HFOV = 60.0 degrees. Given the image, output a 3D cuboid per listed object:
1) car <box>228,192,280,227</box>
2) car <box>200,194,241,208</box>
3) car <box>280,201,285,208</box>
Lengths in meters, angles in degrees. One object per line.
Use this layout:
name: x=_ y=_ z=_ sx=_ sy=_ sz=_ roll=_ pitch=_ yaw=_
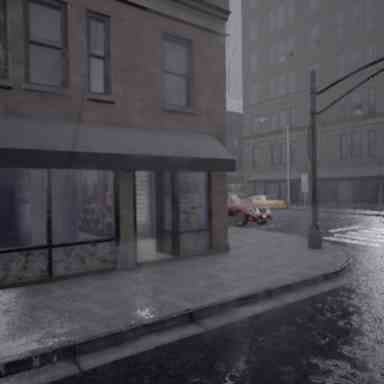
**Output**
car: x=2.363 y=0.925 z=19.690 sx=2.192 sy=1.841 sz=5.009 roll=0 pitch=1 yaw=-36
car: x=2.764 y=0.855 z=33.565 sx=1.802 sy=1.307 sz=4.206 roll=-1 pitch=1 yaw=-36
car: x=5.903 y=0.873 z=29.279 sx=1.752 sy=1.417 sz=4.829 roll=-1 pitch=1 yaw=-36
